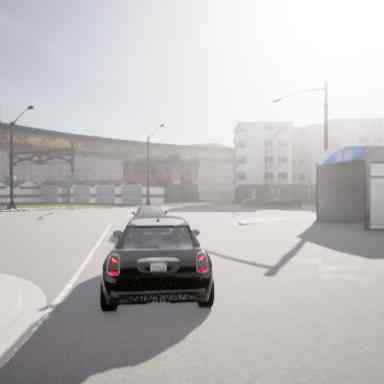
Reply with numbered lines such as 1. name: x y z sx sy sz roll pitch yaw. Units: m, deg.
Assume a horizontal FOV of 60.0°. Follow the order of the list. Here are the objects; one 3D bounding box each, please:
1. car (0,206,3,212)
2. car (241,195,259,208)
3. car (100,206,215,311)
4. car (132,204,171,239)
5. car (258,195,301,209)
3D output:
1. car: -19.968 1.538 30.097 1.895 1.301 4.718 0 0 37
2. car: 9.244 1.257 46.658 4.553 1.767 2.097 0 0 -7
3. car: -0.834 1.336 7.964 2.097 1.767 4.553 0 0 -7
4. car: -2.276 1.489 18.007 1.812 1.442 4.674 0 0 -9
5. car: 11.693 1.390 43.521 5.008 1.535 1.882 0 0 -6
